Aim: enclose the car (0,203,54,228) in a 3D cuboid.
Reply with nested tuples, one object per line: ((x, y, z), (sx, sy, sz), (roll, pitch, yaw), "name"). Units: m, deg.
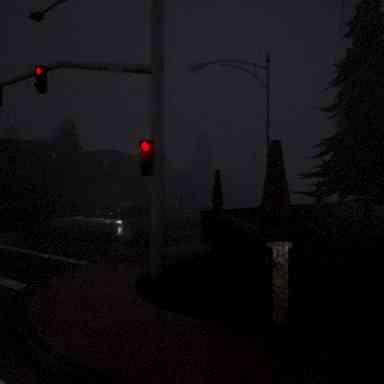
((-11.343, 1.489, 21.206), (1.837, 1.490, 4.892), (0, 0, 35), "car")

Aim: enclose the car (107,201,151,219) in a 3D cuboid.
((-5.364, 1.510, 29.606), (1.812, 1.442, 4.674), (0, 0, 36), "car")
